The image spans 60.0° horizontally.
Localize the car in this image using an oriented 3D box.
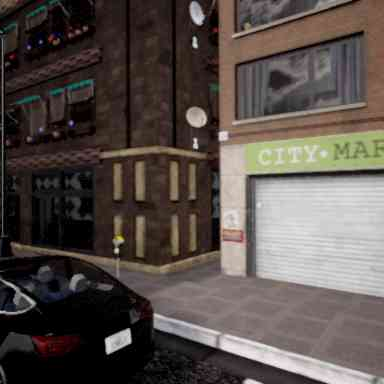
[{"bbox_3d":[-2.447,1.564,4.628,4.313,1.339,1.947,0,0,35],"label":"car"}]
